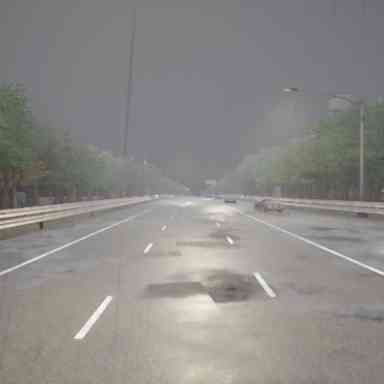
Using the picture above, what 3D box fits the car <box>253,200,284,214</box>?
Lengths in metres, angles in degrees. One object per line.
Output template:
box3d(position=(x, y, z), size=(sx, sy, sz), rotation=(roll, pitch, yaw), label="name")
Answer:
box3d(position=(8.042, 1.505, 35.385), size=(2.033, 1.411, 5.357), rotation=(0, 0, -6), label="car")

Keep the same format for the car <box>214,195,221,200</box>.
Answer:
box3d(position=(7.124, 1.477, 91.714), size=(1.812, 1.442, 4.674), rotation=(0, 0, 0), label="car")

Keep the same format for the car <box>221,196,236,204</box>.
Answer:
box3d(position=(7.000, 1.467, 61.966), size=(1.994, 1.385, 4.181), rotation=(0, 0, 0), label="car")
